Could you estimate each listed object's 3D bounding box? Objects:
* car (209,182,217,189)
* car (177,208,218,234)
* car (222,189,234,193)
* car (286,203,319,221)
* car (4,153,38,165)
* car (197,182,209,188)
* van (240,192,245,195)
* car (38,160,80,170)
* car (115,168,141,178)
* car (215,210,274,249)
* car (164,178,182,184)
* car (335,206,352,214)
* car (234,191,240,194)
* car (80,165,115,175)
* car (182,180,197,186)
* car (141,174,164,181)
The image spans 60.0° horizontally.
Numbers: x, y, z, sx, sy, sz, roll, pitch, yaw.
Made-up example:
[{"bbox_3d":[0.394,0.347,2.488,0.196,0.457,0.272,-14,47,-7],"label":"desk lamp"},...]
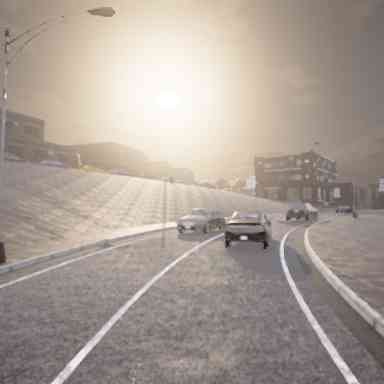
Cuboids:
[{"bbox_3d":[3.571,-0.996,73.249,2.435,2.045,5.566,-1,-4,27],"label":"car"},{"bbox_3d":[0.674,1.747,20.922,2.128,1.511,4.902,-1,-1,22],"label":"car"},{"bbox_3d":[8.297,0.098,83.177,2.002,1.452,4.674,-1,-5,25],"label":"car"},{"bbox_3d":[10.651,1.817,31.863,2.097,1.767,4.553,-2,-2,34],"label":"car"},{"bbox_3d":[-19.680,-3.318,35.394,2.231,1.521,4.892,-2,-4,37],"label":"car"},{"bbox_3d":[0.992,-1.241,68.271,2.185,1.767,4.553,-2,-4,28],"label":"car"},{"bbox_3d":[12.734,0.747,93.459,1.878,1.987,4.442,-1,-5,23],"label":"van"},{"bbox_3d":[-16.433,-2.982,39.881,2.002,1.452,4.674,-2,-4,36],"label":"car"},{"bbox_3d":[-10.245,-2.536,49.053,2.185,1.767,4.553,-2,-4,33],"label":"car"},{"bbox_3d":[2.703,1.624,15.434,2.128,1.511,4.902,-1,-1,16],"label":"car"},{"bbox_3d":[-4.374,-1.735,58.614,2.002,1.452,4.674,-2,-4,31],"label":"car"},{"bbox_3d":[26.937,3.103,58.937,2.033,1.411,5.357,-2,-3,38],"label":"car"},{"bbox_3d":[10.526,0.538,88.233,2.002,1.452,4.674,-1,-5,23],"label":"car"},{"bbox_3d":[-13.284,-2.718,44.441,2.097,1.535,5.008,-2,-4,35],"label":"car"},{"bbox_3d":[-1.689,-1.461,63.316,2.231,1.521,4.892,-2,-4,30],"label":"car"},{"bbox_3d":[-7.210,-2.059,53.890,2.163,1.488,4.792,-2,-4,32],"label":"car"}]
